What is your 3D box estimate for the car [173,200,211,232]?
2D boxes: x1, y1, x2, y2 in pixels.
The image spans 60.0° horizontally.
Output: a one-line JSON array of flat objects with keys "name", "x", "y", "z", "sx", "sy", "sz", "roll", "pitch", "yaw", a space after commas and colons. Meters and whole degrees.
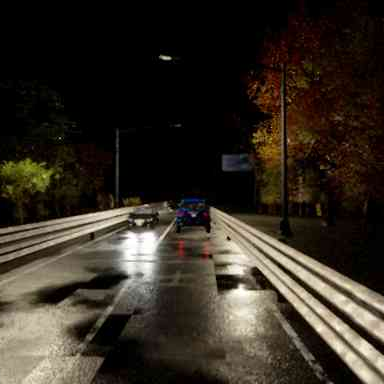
[{"name": "car", "x": 0.096, "y": 1.524, "z": 22.498, "sx": 2.150, "sy": 2.045, "sz": 5.566, "roll": 0, "pitch": -1, "yaw": 0}]

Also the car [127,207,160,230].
[{"name": "car", "x": -3.356, "y": 1.812, "z": 23.660, "sx": 2.128, "sy": 1.511, "sz": 4.902, "roll": 0, "pitch": -1, "yaw": 0}]

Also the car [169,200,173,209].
[{"name": "car", "x": -3.319, "y": 2.343, "z": 64.779, "sx": 2.097, "sy": 1.767, "sz": 4.553, "roll": 0, "pitch": -1, "yaw": 0}]

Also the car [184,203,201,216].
[{"name": "car", "x": 0.083, "y": 2.164, "z": 41.848, "sx": 2.033, "sy": 1.411, "sz": 5.357, "roll": 0, "pitch": -1, "yaw": 0}]
